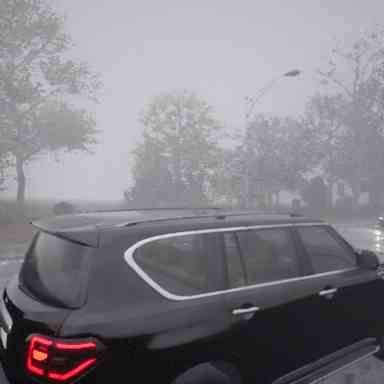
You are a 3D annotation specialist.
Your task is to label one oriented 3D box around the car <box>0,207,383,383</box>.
[{"bbox_3d":[0.709,1.222,4.187,5.566,2.045,2.150,0,0,-35],"label":"car"}]
